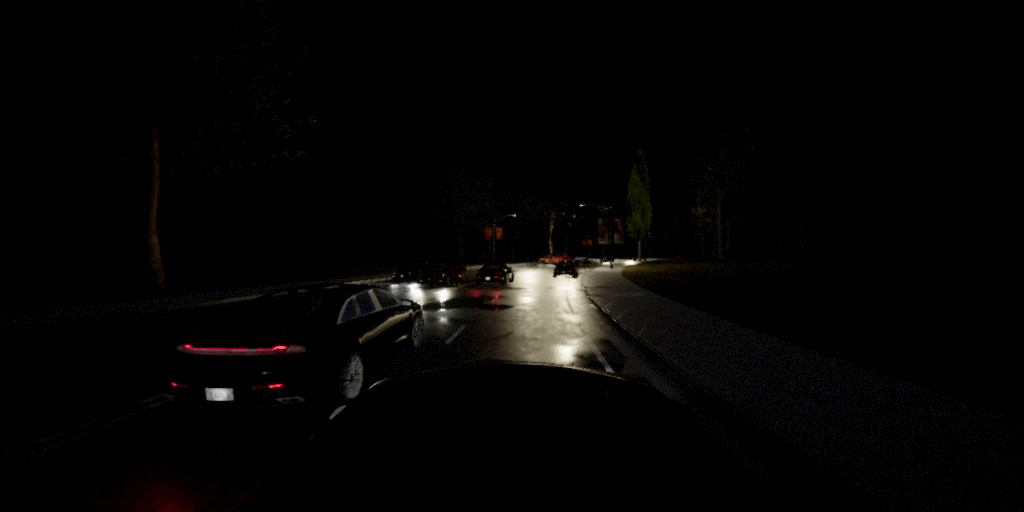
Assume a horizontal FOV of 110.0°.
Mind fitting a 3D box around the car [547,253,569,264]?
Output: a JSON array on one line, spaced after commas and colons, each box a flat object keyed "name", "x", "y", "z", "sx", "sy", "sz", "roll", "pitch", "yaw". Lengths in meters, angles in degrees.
[{"name": "car", "x": 8.514, "y": 0.473, "z": 62.734, "sx": 2.150, "sy": 2.045, "sz": 5.566, "roll": 0, "pitch": 0, "yaw": 27}]

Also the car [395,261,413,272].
[{"name": "car", "x": -7.209, "y": 1.122, "z": 27.418, "sx": 1.837, "sy": 1.490, "sz": 4.892, "roll": 0, "pitch": 0, "yaw": 12}]

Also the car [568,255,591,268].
[{"name": "car", "x": 9.697, "y": 0.821, "z": 49.905, "sx": 2.128, "sy": 1.511, "sz": 4.902, "roll": 0, "pitch": 1, "yaw": 24}]

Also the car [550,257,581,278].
[{"name": "car", "x": 4.646, "y": 1.089, "z": 30.837, "sx": 1.812, "sy": 1.442, "sz": 4.674, "roll": 0, "pitch": 1, "yaw": 14}]

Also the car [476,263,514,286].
[{"name": "car", "x": -1.073, "y": 1.159, "z": 23.856, "sx": 1.812, "sy": 1.442, "sz": 4.674, "roll": 0, "pitch": 0, "yaw": 10}]

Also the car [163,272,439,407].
[{"name": "car", "x": -2.956, "y": 1.216, "z": 6.150, "sx": 2.128, "sy": 1.511, "sz": 4.902, "roll": 0, "pitch": 0, "yaw": 2}]

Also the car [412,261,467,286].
[{"name": "car", "x": -4.539, "y": 1.112, "z": 24.049, "sx": 1.882, "sy": 1.535, "sz": 5.008, "roll": 0, "pitch": 0, "yaw": 10}]
